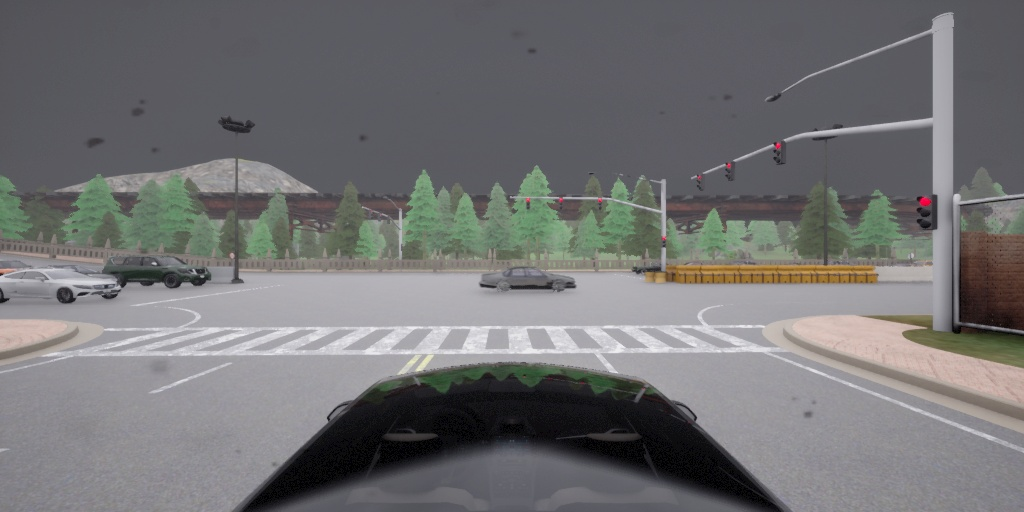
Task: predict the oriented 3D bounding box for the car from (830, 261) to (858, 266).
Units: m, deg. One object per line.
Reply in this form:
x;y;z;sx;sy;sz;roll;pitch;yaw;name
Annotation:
34.696;1.242;38.866;4.902;1.511;2.128;0;0;-2;car

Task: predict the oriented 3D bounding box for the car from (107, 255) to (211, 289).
-22.588;0.965;22.866;5.566;2.045;2.150;0;0;-2;car

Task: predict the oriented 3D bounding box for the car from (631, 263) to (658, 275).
15.287;1.351;38.261;4.718;1.301;1.895;0;0;-2;car

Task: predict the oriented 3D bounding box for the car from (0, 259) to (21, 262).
-32.094;1.012;22.576;4.553;1.767;2.097;2;0;-2;car

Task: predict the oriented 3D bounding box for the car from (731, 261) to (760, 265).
24.540;1.241;38.552;4.902;1.511;2.128;0;0;-2;car

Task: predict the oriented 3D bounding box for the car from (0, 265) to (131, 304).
-20.274;1.275;15.882;4.674;1.442;1.812;0;0;0;car

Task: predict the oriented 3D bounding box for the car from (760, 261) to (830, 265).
24.863;1.314;31.559;4.181;1.385;1.994;0;0;-2;car

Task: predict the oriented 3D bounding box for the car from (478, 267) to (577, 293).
0.824;1.297;20.099;5.357;1.411;2.033;0;0;-2;car

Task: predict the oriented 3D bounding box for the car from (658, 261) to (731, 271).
15.873;1.228;31.276;5.008;1.535;1.882;0;0;-2;car

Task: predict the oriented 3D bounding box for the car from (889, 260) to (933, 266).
34.808;1.314;31.865;4.181;1.385;1.994;0;0;-2;car

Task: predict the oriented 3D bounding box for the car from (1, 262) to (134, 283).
-24.112;1.233;19.317;4.902;1.511;2.128;0;0;-2;car
